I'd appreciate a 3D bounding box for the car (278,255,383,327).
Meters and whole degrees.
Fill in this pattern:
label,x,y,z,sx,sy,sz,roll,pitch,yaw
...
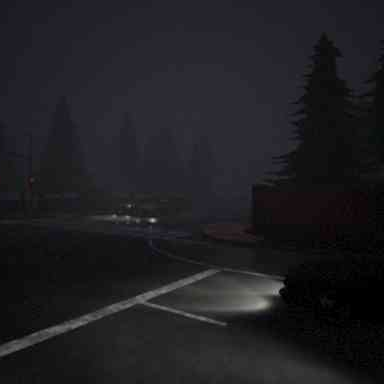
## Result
label,x,y,z,sx,sy,sz,roll,pitch,yaw
car,4.215,1.548,5.260,5.357,1.411,2.033,0,0,36

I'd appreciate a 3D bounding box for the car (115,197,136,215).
label,x,y,z,sx,sy,sz,roll,pitch,yaw
car,-5.499,1.320,33.241,2.097,1.767,4.553,0,0,35

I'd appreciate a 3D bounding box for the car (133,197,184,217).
label,x,y,z,sx,sy,sz,roll,pitch,yaw
car,-2.767,1.451,31.046,1.882,1.535,5.008,0,0,35
